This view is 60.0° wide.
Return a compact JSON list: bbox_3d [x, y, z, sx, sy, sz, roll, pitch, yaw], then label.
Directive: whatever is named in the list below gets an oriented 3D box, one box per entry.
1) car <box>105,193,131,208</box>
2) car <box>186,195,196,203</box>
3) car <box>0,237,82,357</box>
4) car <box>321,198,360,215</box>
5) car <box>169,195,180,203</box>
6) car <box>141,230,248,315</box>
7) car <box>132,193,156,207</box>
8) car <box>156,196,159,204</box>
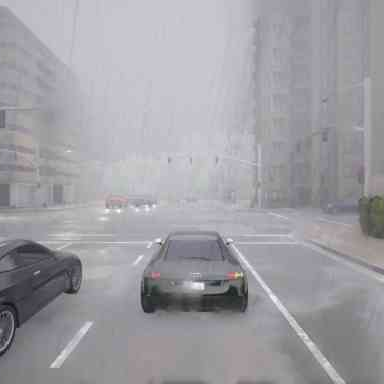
[{"bbox_3d":[-10.699,1.221,47.494,2.150,2.045,5.566,0,0,0],"label":"car"},{"bbox_3d":[-0.152,1.355,72.555,2.097,1.767,4.553,0,0,0],"label":"car"},{"bbox_3d":[-3.460,1.526,5.836,1.812,1.442,4.674,0,0,0],"label":"car"},{"bbox_3d":[15.514,1.352,33.678,4.553,1.767,2.097,0,0,1],"label":"car"},{"bbox_3d":[-3.548,1.352,67.503,2.097,1.767,4.553,0,0,0],"label":"car"},{"bbox_3d":[0.049,1.564,7.638,1.994,1.385,4.181,0,0,0],"label":"car"},{"bbox_3d":[-7.204,1.221,50.626,2.150,2.045,5.566,0,0,0],"label":"car"},{"bbox_3d":[-7.195,1.491,60.650,2.128,1.511,4.902,0,0,0],"label":"car"}]
